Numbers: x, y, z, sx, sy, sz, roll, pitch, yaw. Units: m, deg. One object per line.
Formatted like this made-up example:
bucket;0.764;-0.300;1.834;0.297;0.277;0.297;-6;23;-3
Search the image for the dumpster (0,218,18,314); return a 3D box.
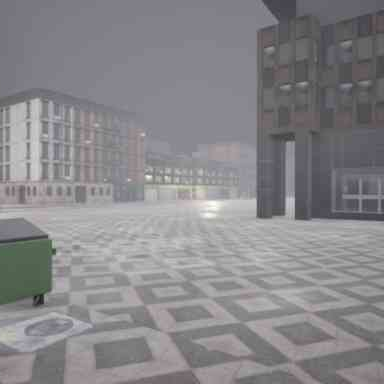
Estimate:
dumpster;-4.433;1.388;6.533;1.940;1.700;1.020;0;0;35
